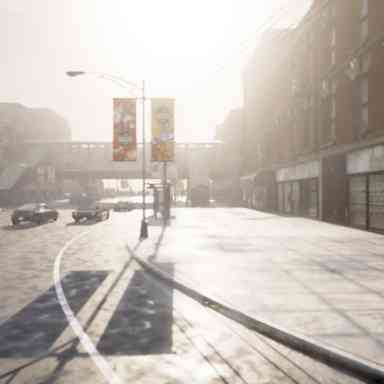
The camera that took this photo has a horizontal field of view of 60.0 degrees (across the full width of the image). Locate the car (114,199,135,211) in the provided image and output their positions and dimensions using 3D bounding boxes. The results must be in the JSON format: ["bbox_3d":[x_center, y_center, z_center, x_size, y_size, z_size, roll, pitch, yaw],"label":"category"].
[{"bbox_3d":[-8.195,1.583,40.699,1.994,1.385,4.181,0,0,-1],"label":"car"}]

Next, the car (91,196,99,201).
[{"bbox_3d":[-22.740,1.648,73.575,1.895,1.301,4.718,0,0,-2],"label":"car"}]

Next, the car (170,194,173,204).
[{"bbox_3d":[-6.300,1.497,85.225,2.231,1.521,4.892,0,0,8],"label":"car"}]

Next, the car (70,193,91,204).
[{"bbox_3d":[-22.508,1.281,66.183,2.435,2.045,5.566,0,0,-2],"label":"car"}]

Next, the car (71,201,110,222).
[{"bbox_3d":[-7.815,1.619,26.259,1.895,1.301,4.718,0,0,-2],"label":"car"}]

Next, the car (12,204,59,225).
[{"bbox_3d":[-11.184,1.551,23.921,1.812,1.442,4.674,0,0,-2],"label":"car"}]
